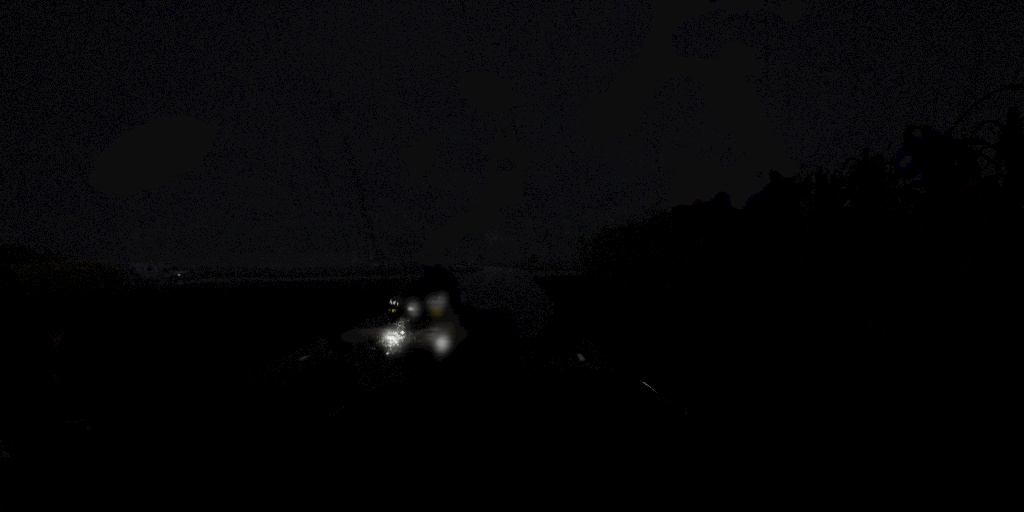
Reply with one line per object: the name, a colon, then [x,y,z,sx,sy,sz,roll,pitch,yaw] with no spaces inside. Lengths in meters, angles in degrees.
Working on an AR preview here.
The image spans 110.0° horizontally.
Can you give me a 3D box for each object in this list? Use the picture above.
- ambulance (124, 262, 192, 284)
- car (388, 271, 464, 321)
ambulance: [-42.127,1.992,42.902,6.366,2.431,2.351,-1,1,0]
car: [-2.842,1.305,12.739,1.837,1.490,4.892,0,0,0]
